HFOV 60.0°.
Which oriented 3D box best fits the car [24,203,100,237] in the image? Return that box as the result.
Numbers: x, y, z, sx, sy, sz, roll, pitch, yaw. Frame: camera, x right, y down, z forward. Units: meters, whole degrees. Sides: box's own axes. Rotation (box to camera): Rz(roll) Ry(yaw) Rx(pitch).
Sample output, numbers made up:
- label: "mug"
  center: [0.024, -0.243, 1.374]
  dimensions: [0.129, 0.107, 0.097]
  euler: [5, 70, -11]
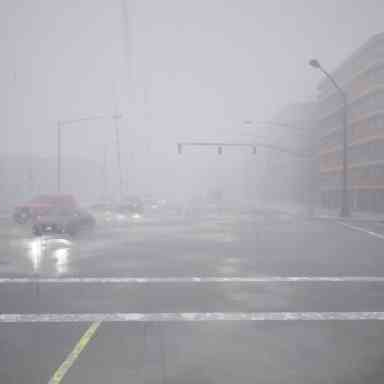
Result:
- label: "car"
  center: [-6.691, 1.529, 17.723]
  dimensions: [1.994, 1.385, 4.181]
  euler: [0, 0, 3]

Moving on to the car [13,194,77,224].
- label: "car"
  center: [-10.379, 1.173, 24.143]
  dimensions: [2.150, 2.045, 5.566]
  euler: [0, 0, 9]

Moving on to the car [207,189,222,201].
- label: "car"
  center: [4.444, 0.637, 62.623]
  dimensions: [2.150, 2.045, 5.566]
  euler: [0, 1, 0]

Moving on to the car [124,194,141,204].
- label: "car"
  center: [-9.765, 1.115, 54.977]
  dimensions: [1.994, 1.385, 4.181]
  euler: [0, 1, 0]

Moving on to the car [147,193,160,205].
- label: "car"
  center: [-6.290, 1.168, 49.714]
  dimensions: [1.812, 1.442, 4.674]
  euler: [0, 1, 0]

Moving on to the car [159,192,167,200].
- label: "car"
  center: [-6.143, 0.813, 67.981]
  dimensions: [2.128, 1.511, 4.902]
  euler: [0, 1, 0]

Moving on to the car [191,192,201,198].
- label: "car"
  center: [0.883, 0.649, 75.841]
  dimensions: [2.033, 1.411, 5.357]
  euler: [0, 1, 0]

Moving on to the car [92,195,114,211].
- label: "car"
  center: [-9.827, 1.193, 37.578]
  dimensions: [2.097, 1.767, 4.553]
  euler: [0, 1, 0]

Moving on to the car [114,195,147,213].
- label: "car"
  center: [-6.336, 1.229, 34.633]
  dimensions: [2.097, 1.767, 4.553]
  euler: [0, 0, 0]

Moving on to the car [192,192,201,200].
- label: "car"
  center: [0.854, 0.959, 65.865]
  dimensions: [1.895, 1.301, 4.718]
  euler: [0, 1, 0]
